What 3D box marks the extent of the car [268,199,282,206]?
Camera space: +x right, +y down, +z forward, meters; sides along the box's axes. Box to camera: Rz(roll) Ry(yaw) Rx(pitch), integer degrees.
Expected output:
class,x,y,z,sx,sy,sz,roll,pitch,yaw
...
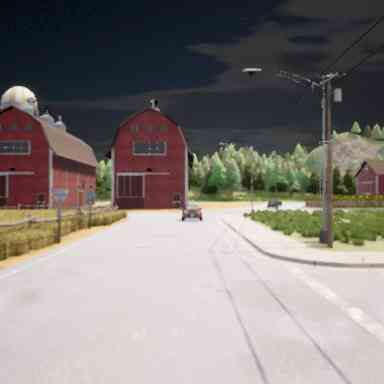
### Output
class,x,y,z,sx,sy,sz,roll,pitch,yaw
car,14.966,2.054,59.916,2.128,1.511,4.902,0,0,26

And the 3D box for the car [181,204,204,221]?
class,x,y,z,sx,sy,sz,roll,pitch,yaw
car,-0.017,1.873,30.824,1.812,1.442,4.674,0,-1,-2
